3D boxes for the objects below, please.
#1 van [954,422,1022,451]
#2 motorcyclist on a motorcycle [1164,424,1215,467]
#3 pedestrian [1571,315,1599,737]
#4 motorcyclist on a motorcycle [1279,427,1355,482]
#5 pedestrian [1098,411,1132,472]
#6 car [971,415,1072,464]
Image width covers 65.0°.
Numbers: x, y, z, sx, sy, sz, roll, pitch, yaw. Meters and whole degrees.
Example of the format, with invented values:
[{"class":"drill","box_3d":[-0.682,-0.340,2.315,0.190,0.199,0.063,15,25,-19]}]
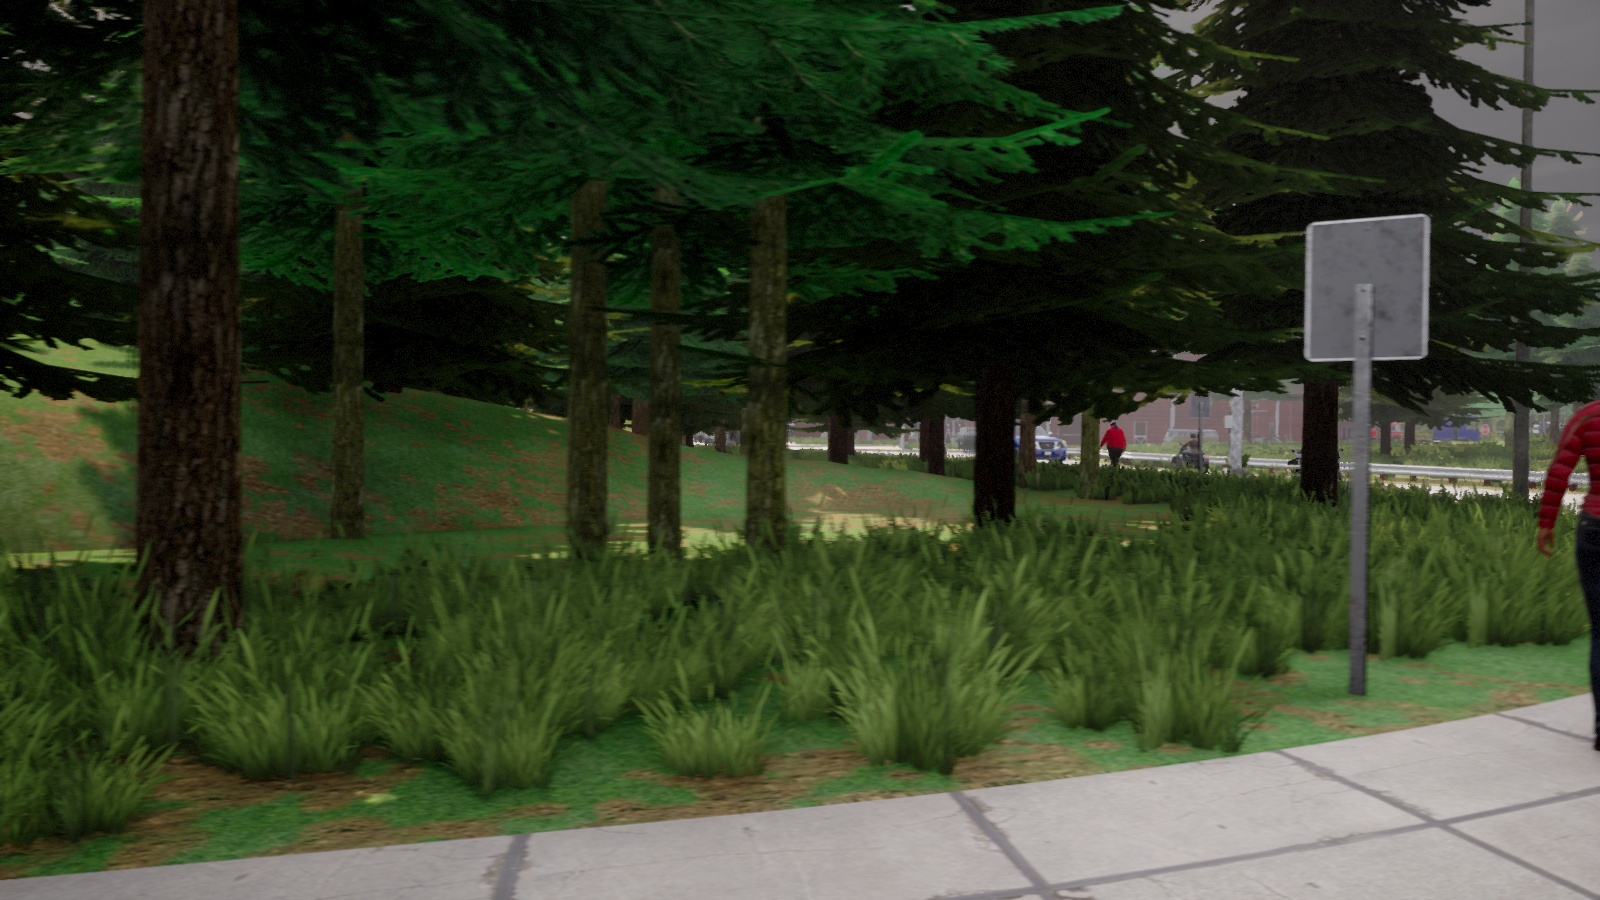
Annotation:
[{"class":"van","box_3d":[13.553,-0.998,90.589,4.442,1.987,1.775,-1,1,-13]},{"class":"motorcyclist on a motorcycle","box_3d":[15.162,-0.190,48.958,0.766,1.649,2.350,-1,1,-15]},{"class":"pedestrian","box_3d":[3.760,0.330,5.665,0.636,1.846,0.331,-1,1,-44]},{"class":"motorcyclist on a motorcycle","box_3d":[14.852,0.100,36.132,0.866,1.530,2.191,-1,1,-14]},{"class":"pedestrian","box_3d":[9.689,-0.255,38.640,0.634,1.844,0.899,-1,1,-15]},{"class":"car","box_3d":[9.701,-0.466,55.618,2.150,2.045,5.566,-1,1,-16]}]
